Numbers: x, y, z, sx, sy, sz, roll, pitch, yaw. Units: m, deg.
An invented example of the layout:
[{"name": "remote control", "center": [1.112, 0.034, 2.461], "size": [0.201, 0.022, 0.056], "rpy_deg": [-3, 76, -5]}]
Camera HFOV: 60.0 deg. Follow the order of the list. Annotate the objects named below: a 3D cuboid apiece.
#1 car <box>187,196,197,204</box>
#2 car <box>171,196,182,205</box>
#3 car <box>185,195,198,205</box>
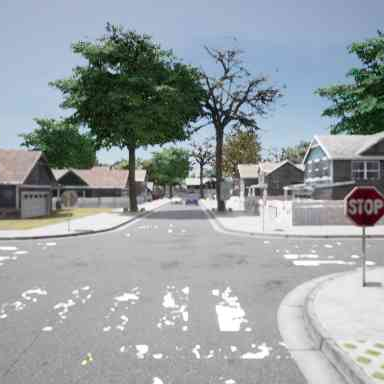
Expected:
[{"name": "car", "center": [-0.043, 1.542, 66.659], "size": [1.994, 1.385, 4.181], "rpy_deg": [0, 0, 0]}, {"name": "car", "center": [-2.789, 1.506, 60.408], "size": [1.812, 1.442, 4.674], "rpy_deg": [0, 0, 0]}, {"name": "car", "center": [-0.037, 1.334, 56.593], "size": [2.097, 1.767, 4.553], "rpy_deg": [0, 0, 0]}]
